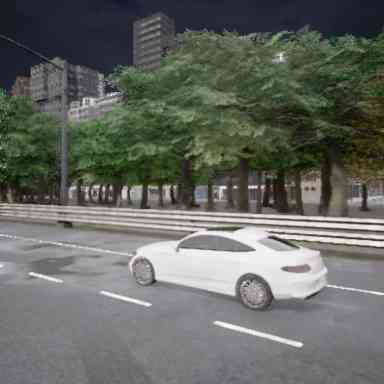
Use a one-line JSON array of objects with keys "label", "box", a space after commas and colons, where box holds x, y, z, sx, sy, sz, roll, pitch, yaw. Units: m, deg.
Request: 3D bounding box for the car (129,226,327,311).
[{"label": "car", "box": [0.620, 1.536, 7.726, 4.674, 1.442, 1.812, 0, 0, 36]}]
